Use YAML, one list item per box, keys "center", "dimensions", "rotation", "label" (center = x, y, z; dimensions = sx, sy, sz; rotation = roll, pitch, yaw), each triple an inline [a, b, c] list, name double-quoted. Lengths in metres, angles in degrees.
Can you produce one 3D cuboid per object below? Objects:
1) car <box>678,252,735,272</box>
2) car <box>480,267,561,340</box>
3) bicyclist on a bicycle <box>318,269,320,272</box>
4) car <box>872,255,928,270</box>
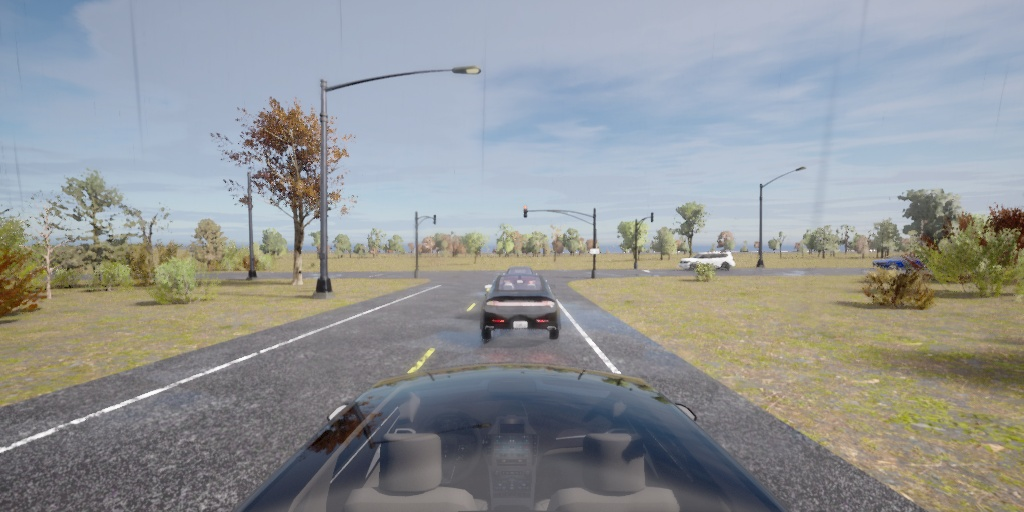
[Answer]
- center: [21.544, 0.616, 39.796]
  dimensions: [5.566, 2.045, 2.150]
  rotation: [-2, 1, 5]
  label: "car"
- center: [0.221, 1.234, 9.976]
  dimensions: [2.128, 1.511, 4.902]
  rotation: [0, 0, 1]
  label: "car"
- center: [-25.337, 1.318, 47.877]
  dimensions: [0.582, 1.620, 1.656]
  rotation: [-1, 0, 5]
  label: "bicyclist on a bicycle"
- center: [41.326, 0.667, 38.037]
  dimensions: [5.008, 1.535, 1.882]
  rotation: [-1, 1, 5]
  label: "car"
